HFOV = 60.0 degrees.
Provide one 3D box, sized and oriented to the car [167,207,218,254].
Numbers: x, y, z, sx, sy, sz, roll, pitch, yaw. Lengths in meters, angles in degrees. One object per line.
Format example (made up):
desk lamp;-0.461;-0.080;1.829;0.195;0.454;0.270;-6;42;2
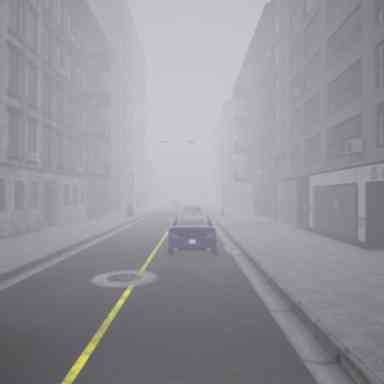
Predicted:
car;0.035;1.621;14.257;1.882;1.535;5.008;0;0;1

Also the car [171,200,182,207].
car;-2.995;2.215;65.376;1.994;1.385;4.181;0;-1;1

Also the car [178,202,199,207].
car;0.035;1.851;28.554;1.994;1.385;4.181;0;0;1
